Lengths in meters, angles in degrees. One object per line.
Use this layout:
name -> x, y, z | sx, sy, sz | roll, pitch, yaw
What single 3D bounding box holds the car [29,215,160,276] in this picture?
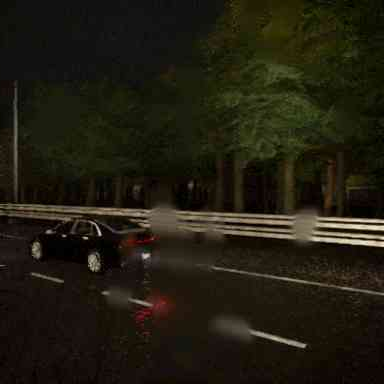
car -> -3.219, 1.508, 10.471 | 4.892, 1.490, 1.837 | 0, 0, 36
